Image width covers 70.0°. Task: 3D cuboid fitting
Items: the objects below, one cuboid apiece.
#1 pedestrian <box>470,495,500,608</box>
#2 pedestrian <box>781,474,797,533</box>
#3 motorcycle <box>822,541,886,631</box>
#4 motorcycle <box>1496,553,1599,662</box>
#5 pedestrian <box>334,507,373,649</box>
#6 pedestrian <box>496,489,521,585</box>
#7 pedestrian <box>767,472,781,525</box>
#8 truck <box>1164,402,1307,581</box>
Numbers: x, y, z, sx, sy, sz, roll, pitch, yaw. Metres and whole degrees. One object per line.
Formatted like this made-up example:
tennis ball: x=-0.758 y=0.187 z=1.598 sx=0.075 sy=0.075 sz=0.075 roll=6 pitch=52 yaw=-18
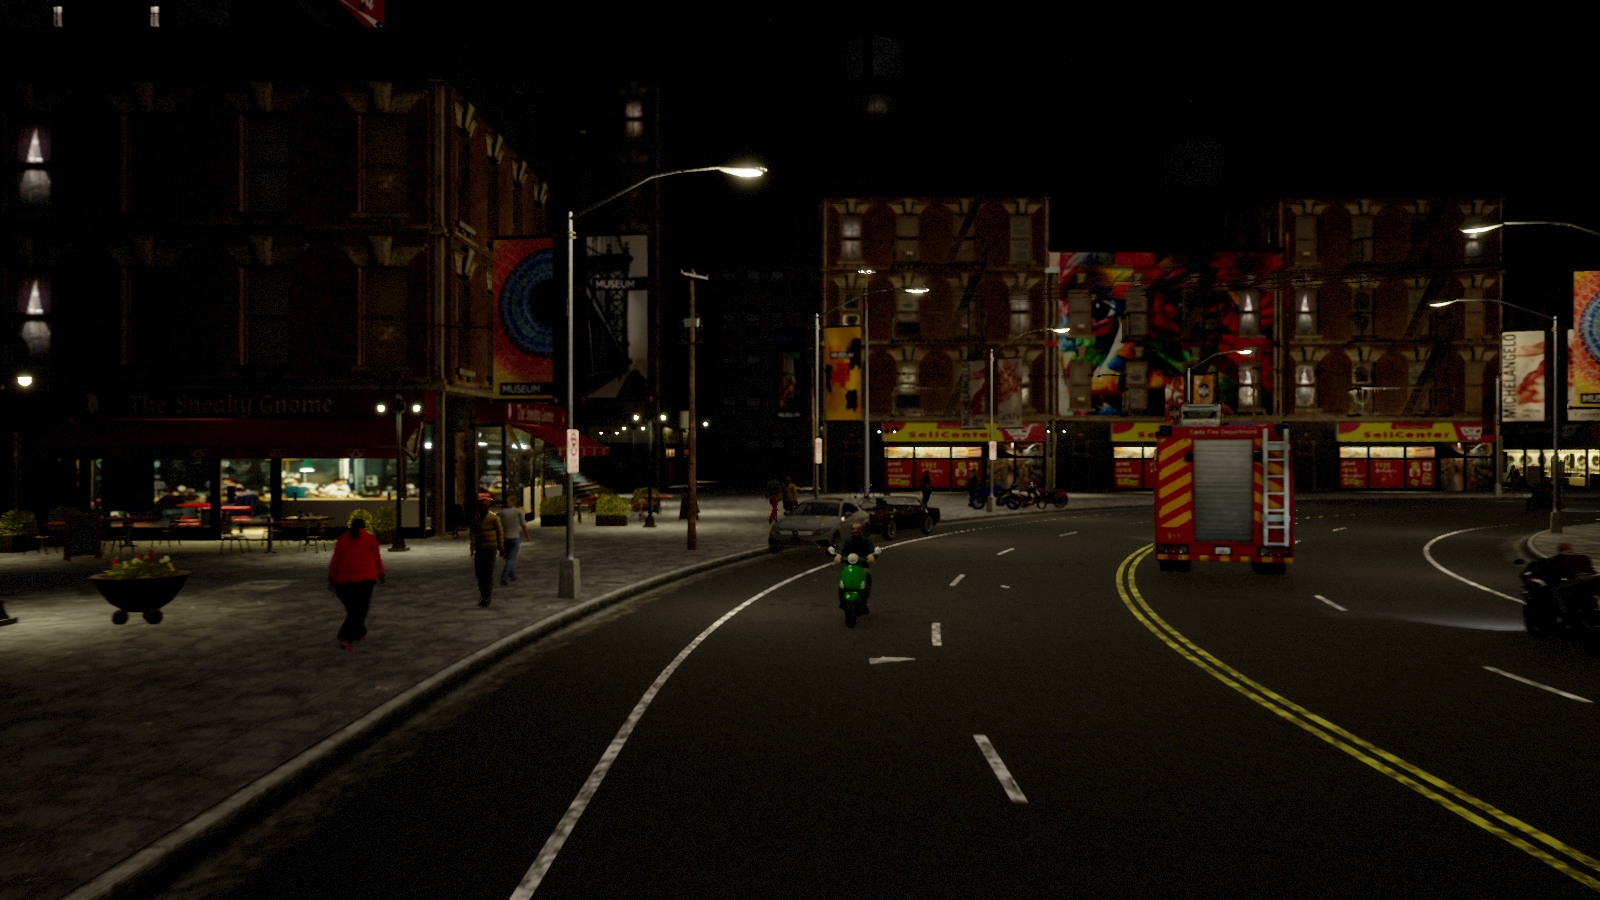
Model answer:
pedestrian: x=-5.280 y=1.697 z=19.168 sx=0.375 sy=1.860 sz=0.375 roll=0 pitch=0 yaw=4
pedestrian: x=-0.349 y=1.697 z=36.539 sx=0.375 sy=1.860 sz=0.375 roll=0 pitch=0 yaw=21
motorcycle: x=0.905 y=2.182 z=18.678 sx=0.856 sy=1.236 sz=1.805 roll=0 pitch=0 yaw=9
motorcycle: x=10.960 y=2.205 z=16.323 sx=0.867 sy=1.251 sz=2.209 roll=0 pitch=0 yaw=6
pedestrian: x=-5.963 y=1.696 z=15.256 sx=0.375 sy=1.860 sz=0.375 roll=0 pitch=0 yaw=-1
pedestrian: x=-5.728 y=1.697 z=22.479 sx=0.375 sy=1.860 sz=0.375 roll=0 pitch=0 yaw=4
pedestrian: x=-0.918 y=1.696 z=40.084 sx=0.375 sy=1.860 sz=0.375 roll=0 pitch=0 yaw=20
truck: x=10.850 y=0.891 z=28.865 sx=2.891 sy=3.827 sz=8.468 roll=0 pitch=0 yaw=19
